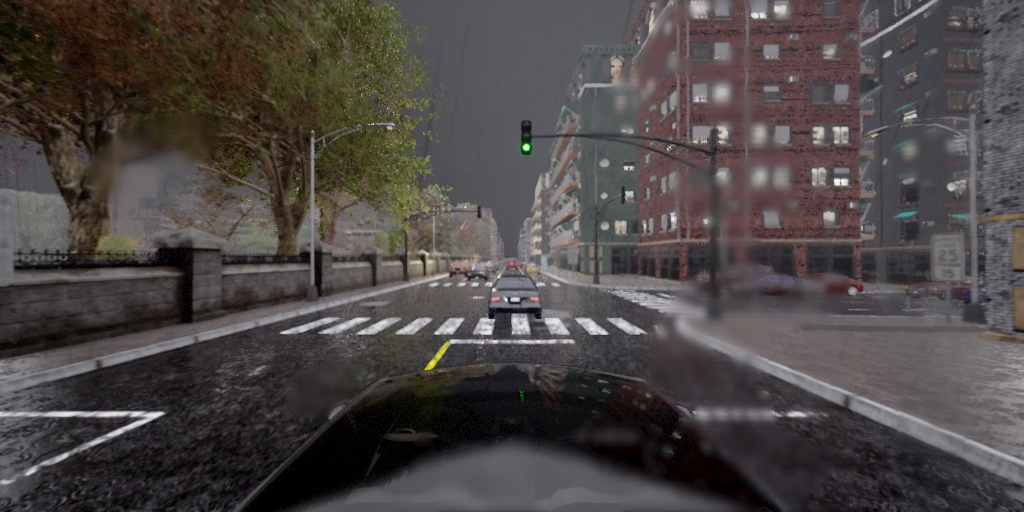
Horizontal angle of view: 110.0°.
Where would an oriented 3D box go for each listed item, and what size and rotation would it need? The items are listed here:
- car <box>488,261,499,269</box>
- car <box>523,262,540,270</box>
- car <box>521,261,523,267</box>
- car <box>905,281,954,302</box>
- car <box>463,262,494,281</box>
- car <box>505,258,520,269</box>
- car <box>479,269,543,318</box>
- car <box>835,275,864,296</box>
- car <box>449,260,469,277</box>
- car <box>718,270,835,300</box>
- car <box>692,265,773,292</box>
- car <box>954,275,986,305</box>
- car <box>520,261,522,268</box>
[{"bbox_3d":[-3.096,1.647,46.929,1.812,1.442,4.674,0,-1,0],"label":"car"},{"bbox_3d":[2.676,1.635,45.775,1.751,1.417,4.829,0,0,0],"label":"car"},{"bbox_3d":[2.674,1.703,51.140,1.888,1.381,4.507,0,0,0],"label":"car"},{"bbox_3d":[25.955,1.919,20.936,4.674,1.442,1.812,0,0,0],"label":"car"},{"bbox_3d":[-3.103,1.562,34.391,2.033,1.411,5.357,0,0,0],"label":"car"},{"bbox_3d":[-0.020,1.501,65.006,2.150,2.045,5.566,0,-1,0],"label":"car"},{"bbox_3d":[0.096,1.391,13.419,2.033,1.411,5.357,0,0,0],"label":"car"},{"bbox_3d":[20.287,1.845,23.507,4.507,1.381,1.888,0,0,0],"label":"car"},{"bbox_3d":[-5.702,1.378,40.066,2.192,1.841,5.009,0,0,0],"label":"car"},{"bbox_3d":[15.079,1.743,20.901,5.357,1.411,2.033,1,0,0],"label":"car"},{"bbox_3d":[14.592,1.512,23.487,5.009,1.841,2.192,0,0,0],"label":"car"},{"bbox_3d":[25.591,1.725,17.738,4.553,1.767,2.097,1,0,0],"label":"car"},{"bbox_3d":[2.672,1.757,56.675,2.007,1.370,4.403,0,0,0],"label":"car"}]
